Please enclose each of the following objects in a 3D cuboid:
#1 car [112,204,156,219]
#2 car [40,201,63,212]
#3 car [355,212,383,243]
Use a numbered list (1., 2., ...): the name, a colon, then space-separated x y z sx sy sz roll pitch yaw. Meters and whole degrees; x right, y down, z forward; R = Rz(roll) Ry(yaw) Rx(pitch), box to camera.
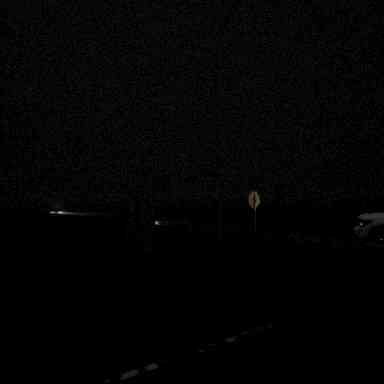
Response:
1. car: -5.391 1.788 30.309 2.033 1.411 5.357 1 -1 -39
2. car: -19.957 1.957 47.094 2.128 1.511 4.902 1 -2 -43
3. car: 10.447 1.349 15.043 5.566 2.045 2.150 -1 2 25
